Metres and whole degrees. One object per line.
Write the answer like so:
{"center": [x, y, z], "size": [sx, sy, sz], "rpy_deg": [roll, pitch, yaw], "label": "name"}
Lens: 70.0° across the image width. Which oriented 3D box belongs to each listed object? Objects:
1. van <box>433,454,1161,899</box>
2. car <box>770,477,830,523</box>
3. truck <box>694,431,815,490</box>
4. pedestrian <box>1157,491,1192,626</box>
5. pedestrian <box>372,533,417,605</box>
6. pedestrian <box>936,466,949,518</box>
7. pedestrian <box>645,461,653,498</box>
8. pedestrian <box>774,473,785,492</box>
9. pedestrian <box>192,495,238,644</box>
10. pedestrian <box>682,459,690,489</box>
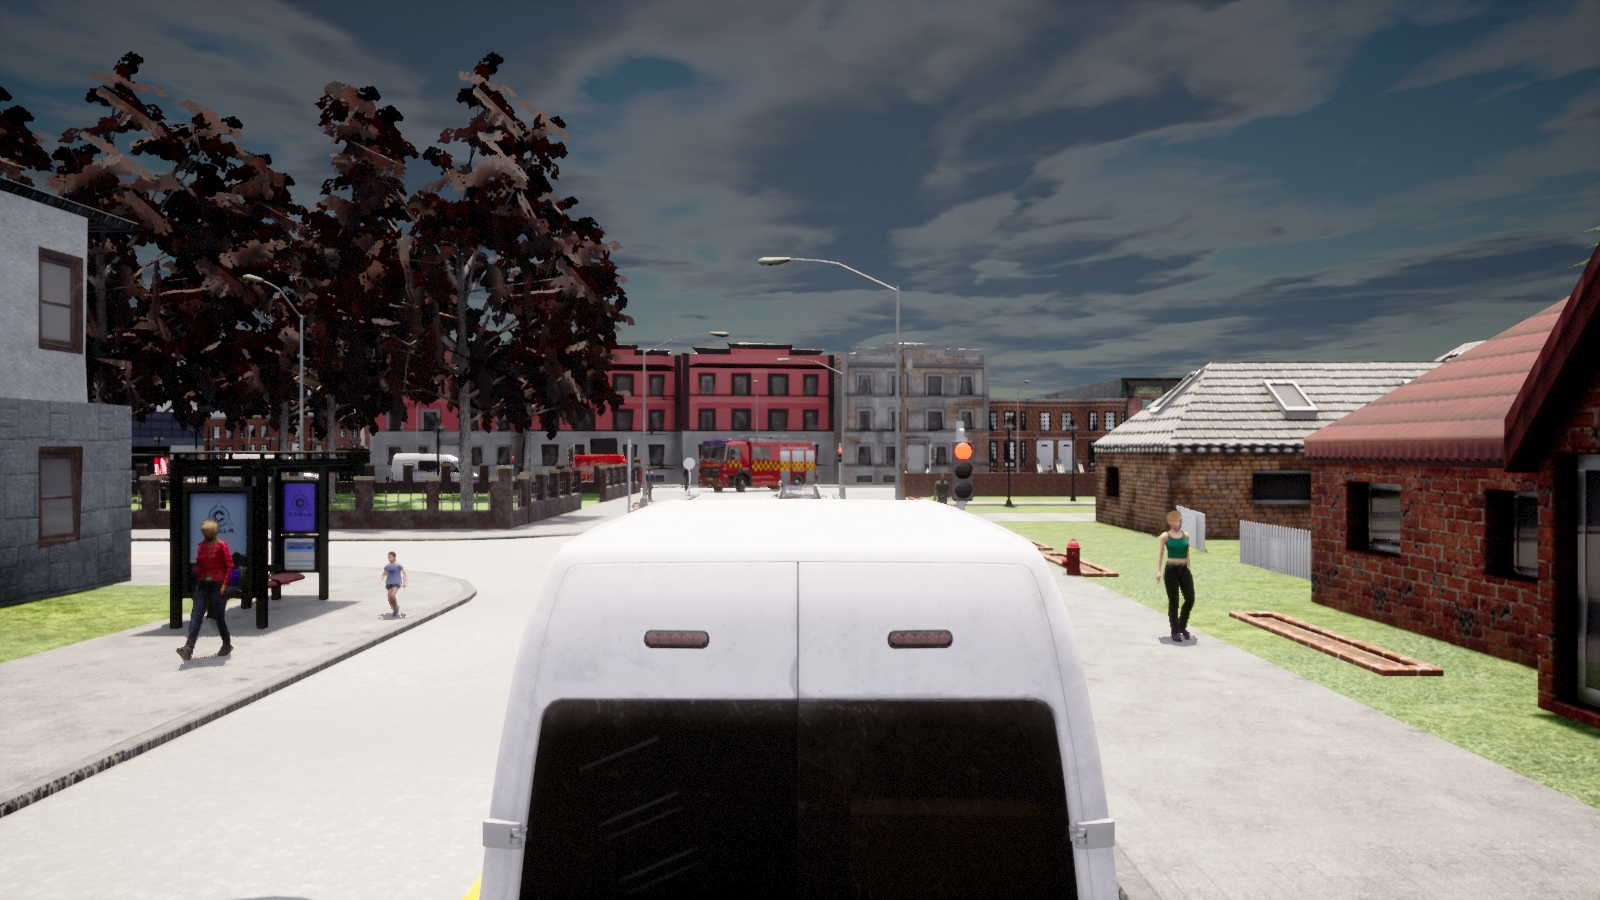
{"center": [-0.009, 1.314, 6.082], "size": [1.988, 2.561, 5.915], "rpy_deg": [0, 0, 0], "label": "van"}
{"center": [-0.014, 1.826, 42.810], "size": [2.128, 1.511, 4.902], "rpy_deg": [0, 0, 0], "label": "car"}
{"center": [-3.017, 0.668, 78.007], "size": [8.468, 3.827, 2.891], "rpy_deg": [0, 0, -43], "label": "truck"}
{"center": [5.295, 1.523, 16.153], "size": [0.375, 1.860, 0.375], "rpy_deg": [0, 0, -1], "label": "pedestrian"}
{"center": [-6.502, 1.896, 18.343], "size": [0.500, 1.100, 0.500], "rpy_deg": [0, 0, 8], "label": "pedestrian"}
{"center": [5.198, 1.522, 41.692], "size": [0.375, 1.860, 0.375], "rpy_deg": [0, 0, -7], "label": "pedestrian"}
{"center": [-7.821, 1.524, 59.140], "size": [0.375, 1.860, 0.375], "rpy_deg": [0, 0, 4], "label": "pedestrian"}
{"center": [-1.248, 2.006, 70.699], "size": [0.500, 1.100, 0.500], "rpy_deg": [0, 0, 26], "label": "pedestrian"}
{"center": [-7.484, 1.517, 14.628], "size": [0.375, 1.860, 0.375], "rpy_deg": [0, 0, 5], "label": "pedestrian"}
{"center": [-7.258, 1.523, 72.839], "size": [0.375, 1.860, 0.375], "rpy_deg": [0, 0, 43], "label": "pedestrian"}
